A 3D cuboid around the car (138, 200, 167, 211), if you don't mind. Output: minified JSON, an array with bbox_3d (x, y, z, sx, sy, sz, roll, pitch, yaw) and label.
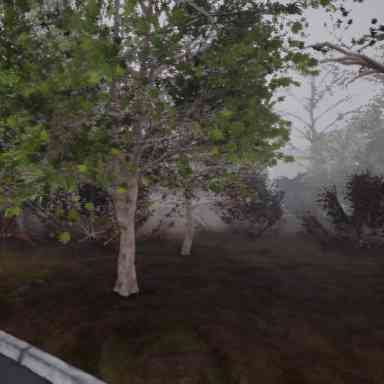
[{"bbox_3d":[-6.450,2.208,55.347,2.163,1.488,4.792,0,0,35],"label":"car"}]

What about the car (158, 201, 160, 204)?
[{"bbox_3d":[-4.063,2.183,53.911,1.946,1.575,5.366,0,0,35],"label":"car"}]

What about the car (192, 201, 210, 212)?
[{"bbox_3d":[2.606,2.211,48.927,2.097,1.535,5.008,0,0,35],"label":"car"}]

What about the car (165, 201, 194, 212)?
[{"bbox_3d":[-1.928,2.224,52.127,2.163,1.488,4.792,0,0,35],"label":"car"}]
